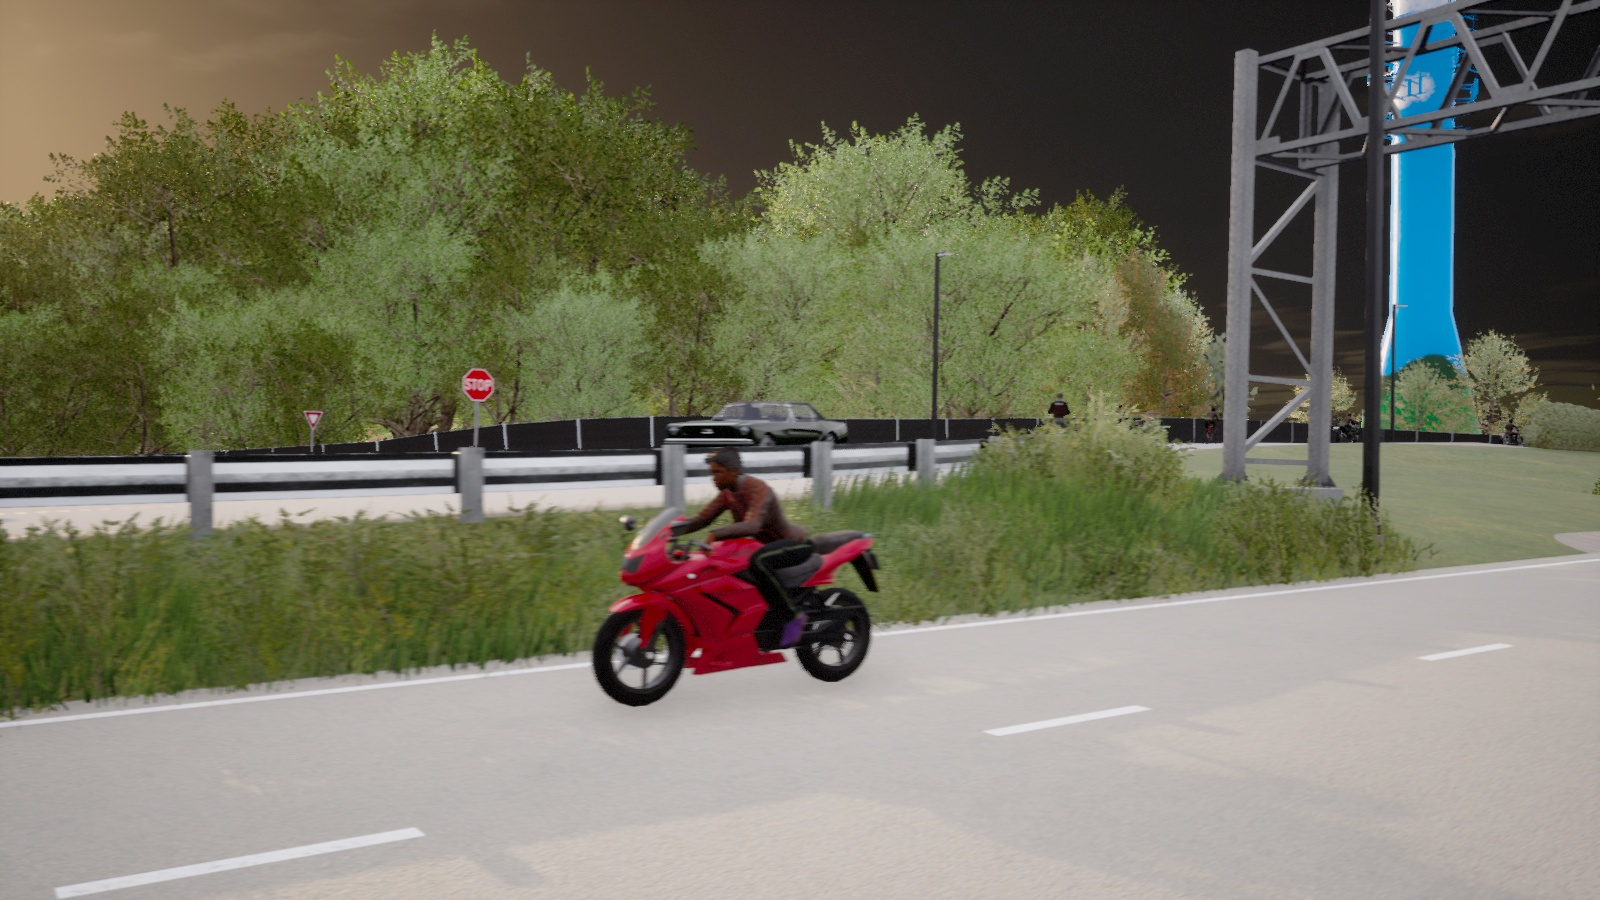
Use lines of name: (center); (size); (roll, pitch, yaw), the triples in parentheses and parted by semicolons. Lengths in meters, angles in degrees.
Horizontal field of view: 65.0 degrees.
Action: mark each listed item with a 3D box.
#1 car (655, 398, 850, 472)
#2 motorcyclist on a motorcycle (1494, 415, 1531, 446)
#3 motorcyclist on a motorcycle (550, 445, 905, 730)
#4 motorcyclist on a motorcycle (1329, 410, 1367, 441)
car: (-0.789, -0.309, 24.554); (1.895, 1.301, 4.718); (0, 1, 24)
motorcyclist on a motorcycle: (40.595, -1.086, 71.564); (2.350, 1.649, 0.766); (3, -2, -32)
motorcyclist on a motorcycle: (-0.405, 0.738, 7.641); (2.044, 1.523, 0.797); (0, 0, -35)
motorcyclist on a motorcycle: (27.678, -1.218, 63.392); (2.044, 1.523, 0.797); (-1, 1, -34)
